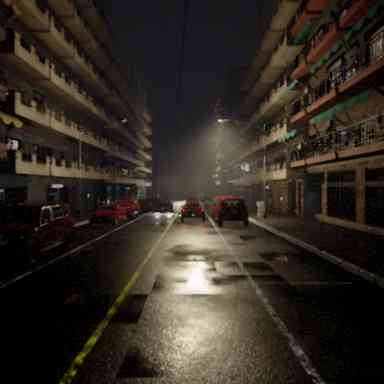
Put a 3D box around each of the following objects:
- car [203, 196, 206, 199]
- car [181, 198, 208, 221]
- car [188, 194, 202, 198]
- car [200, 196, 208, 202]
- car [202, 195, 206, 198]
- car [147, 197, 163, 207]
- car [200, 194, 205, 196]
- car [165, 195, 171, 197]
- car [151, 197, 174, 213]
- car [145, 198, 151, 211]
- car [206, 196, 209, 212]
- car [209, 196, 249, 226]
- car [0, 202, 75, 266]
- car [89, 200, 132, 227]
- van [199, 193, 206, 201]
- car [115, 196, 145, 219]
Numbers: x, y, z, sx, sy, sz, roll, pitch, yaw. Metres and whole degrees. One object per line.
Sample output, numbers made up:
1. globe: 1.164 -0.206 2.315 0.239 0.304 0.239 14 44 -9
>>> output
1. car: 2.630 1.511 39.977 1.887 1.381 4.507 -1 0 0
2. car: 0.090 1.506 26.916 1.812 1.442 4.674 0 0 0
3. car: 0.083 1.463 45.630 1.837 1.490 4.892 0 0 0
4. car: 2.652 1.498 73.964 1.802 1.307 4.206 -1 0 0
5. car: 2.634 1.525 45.641 1.947 1.339 4.313 -1 0 0
6. car: -5.721 1.516 51.245 1.947 1.339 4.313 -1 0 0
7. car: 2.657 1.501 62.634 1.947 1.339 4.313 -1 0 0
8. car: -5.731 1.456 79.570 2.008 1.369 4.403 -1 0 0
9. car: -3.035 1.534 36.858 1.994 1.385 4.181 0 0 0
10. car: -5.717 1.511 39.914 1.887 1.381 4.507 -1 0 0
11. car: 2.629 1.294 28.648 2.192 1.841 5.009 -1 0 0
12. car: 2.631 1.300 22.983 2.192 1.841 5.009 -1 0 0
13. car: -5.712 1.308 11.591 2.192 1.841 5.009 -1 0 0
14. car: -5.712 1.529 22.922 1.887 1.381 4.507 -1 0 0
15. van: 2.644 1.236 85.293 1.690 1.788 3.998 -1 0 0
16. car: -5.717 1.294 28.584 2.192 1.841 5.009 -1 0 0
